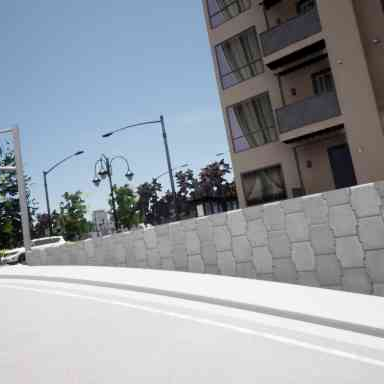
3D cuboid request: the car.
[{"bbox_3d":[-14.123,5.314,30.277,2.150,2.045,5.566,-14,-8,35],"label":"car"}]
